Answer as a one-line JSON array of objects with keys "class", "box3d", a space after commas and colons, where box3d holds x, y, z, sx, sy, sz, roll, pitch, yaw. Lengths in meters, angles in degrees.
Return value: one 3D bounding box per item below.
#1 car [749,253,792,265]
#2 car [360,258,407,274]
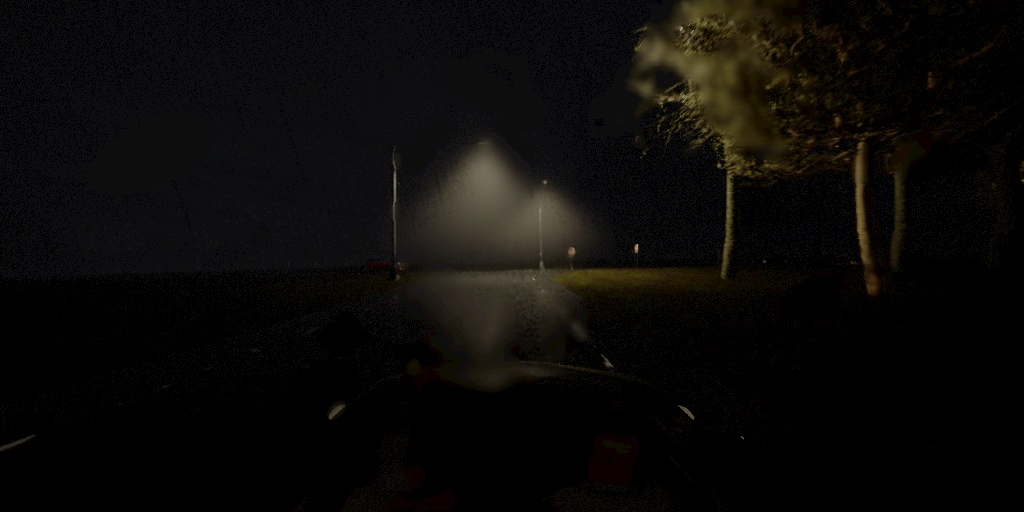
[{"class": "car", "box3d": [33.199, 0.472, 46.058, 4.892, 1.490, 1.837, -3, -2, -1]}, {"class": "car", "box3d": [-13.696, 0.952, 38.393, 4.553, 1.767, 2.097, -1, -2, 0]}]
